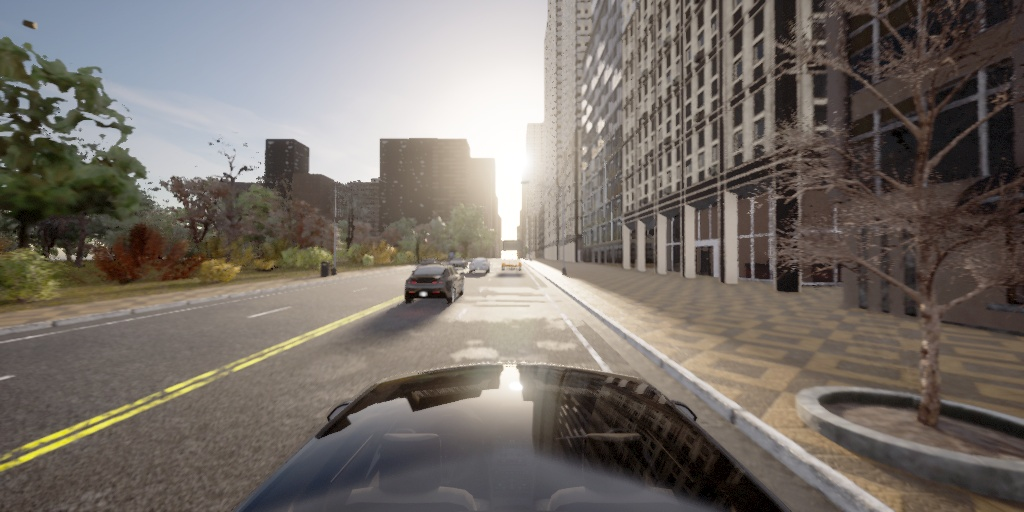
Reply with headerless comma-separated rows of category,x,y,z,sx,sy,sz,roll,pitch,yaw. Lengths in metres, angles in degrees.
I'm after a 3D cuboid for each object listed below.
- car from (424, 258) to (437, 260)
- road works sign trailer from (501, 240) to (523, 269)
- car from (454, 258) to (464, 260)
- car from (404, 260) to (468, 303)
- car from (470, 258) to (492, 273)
car,-9.834,0.945,42.458,1.895,1.301,4.718,0,0,0
road works sign trailer,-0.004,-0.220,43.889,2.380,3.560,2.880,0,0,0
car,-6.579,0.900,43.491,1.994,1.385,4.181,0,0,0
car,-3.205,1.104,15.504,1.837,1.490,4.892,0,1,0
car,-3.164,0.923,36.080,1.812,1.442,4.674,0,1,0
